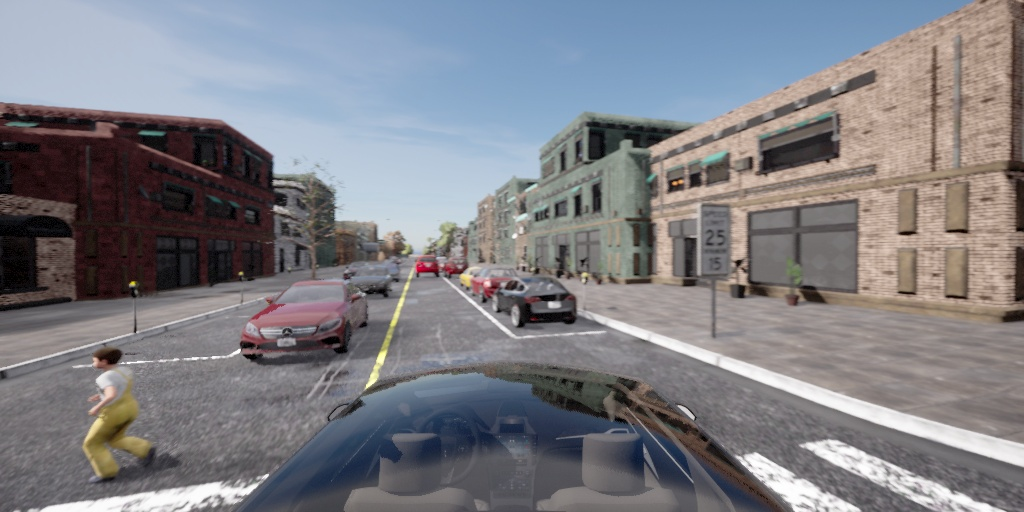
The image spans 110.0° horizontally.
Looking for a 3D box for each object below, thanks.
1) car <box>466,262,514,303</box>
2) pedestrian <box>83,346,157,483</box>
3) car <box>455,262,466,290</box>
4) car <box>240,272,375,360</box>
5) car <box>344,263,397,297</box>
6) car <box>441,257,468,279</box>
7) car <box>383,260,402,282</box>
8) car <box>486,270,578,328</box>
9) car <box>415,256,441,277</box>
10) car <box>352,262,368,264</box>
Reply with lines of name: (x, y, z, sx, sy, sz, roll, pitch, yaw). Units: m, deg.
car: (-0.797, 1.195, 16.822, 1.967, 1.591, 4.097, 0, 0, -15)
pedestrian: (-3.584, 1.363, 3.289, 0.375, 1.300, 0.375, -1, 1, -15)
car: (-2.247, 1.280, 22.353, 1.751, 1.417, 4.829, 0, 0, -15)
car: (-4.690, 1.313, 8.793, 1.812, 1.442, 4.674, 0, 0, -14)
car: (-7.323, 1.292, 18.860, 1.837, 1.490, 4.892, 0, 0, -15)
car: (-5.017, 1.070, 32.923, 2.192, 1.841, 5.009, 0, 0, -15)
car: (-10.012, 1.335, 29.152, 2.033, 1.411, 5.357, 0, 0, -14)
car: (0.609, 1.320, 11.455, 1.948, 1.339, 4.313, 0, 0, -15)
car: (-8.402, 0.992, 35.584, 2.150, 2.045, 5.566, 0, 0, -15)
car: (-13.123, 1.242, 30.797, 1.967, 1.591, 4.097, 0, 0, -15)
